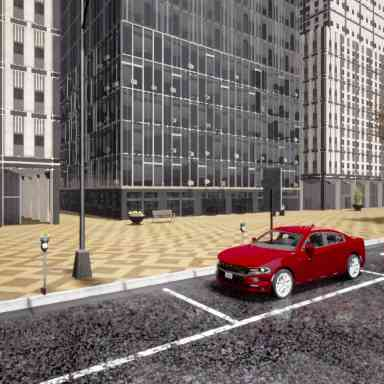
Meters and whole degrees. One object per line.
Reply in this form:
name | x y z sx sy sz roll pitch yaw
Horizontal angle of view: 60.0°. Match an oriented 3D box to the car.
car | 2.611 1.545 8.426 4.507 1.381 1.887 0 0 -36
